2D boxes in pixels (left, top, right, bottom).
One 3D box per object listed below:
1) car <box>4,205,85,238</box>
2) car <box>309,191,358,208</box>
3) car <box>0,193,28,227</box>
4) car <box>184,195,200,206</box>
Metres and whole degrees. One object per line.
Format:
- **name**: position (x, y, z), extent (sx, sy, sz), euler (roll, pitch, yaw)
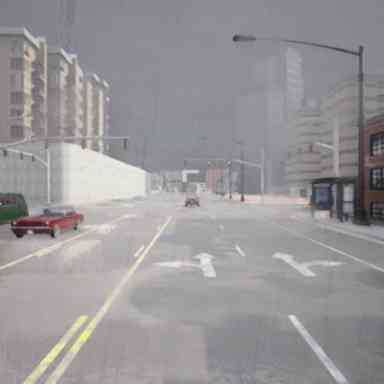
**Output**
- **car**: position (-7.095, 1.448, 16.833), extent (1.895, 1.301, 4.718), euler (0, 1, 0)
- **car**: position (15.730, 0.878, 36.467), extent (5.566, 2.045, 2.150), euler (0, 0, 2)
- **car**: position (-10.593, 1.067, 17.206), extent (2.150, 2.045, 5.566), euler (0, 1, 0)
- **car**: position (0.029, 1.113, 44.728), extent (1.812, 1.442, 4.674), euler (0, 0, 0)
